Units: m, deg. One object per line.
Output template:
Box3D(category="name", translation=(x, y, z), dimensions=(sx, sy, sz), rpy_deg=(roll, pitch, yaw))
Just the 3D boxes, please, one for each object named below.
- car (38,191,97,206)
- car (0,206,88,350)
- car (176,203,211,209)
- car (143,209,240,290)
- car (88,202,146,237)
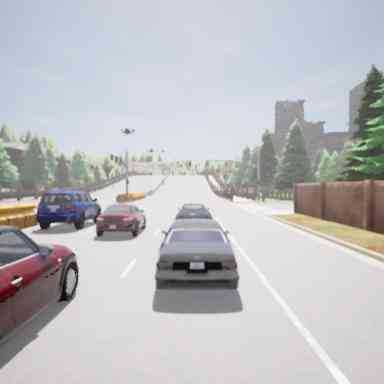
Box3D(category="car", translation=(-6.905, 0.947, 19.229), dimensions=(2.150, 2.045, 5.566), rpy_deg=(0, 1, 0))
Box3D(category="car", translation=(-3.402, 1.277, 5.109), dimensions=(2.097, 1.767, 4.553), rpy_deg=(0, 1, 0))
Box3D(category="car", translation=(0.096, 1.301, 18.399), dimensions=(1.994, 1.385, 4.181), rpy_deg=(0, 1, 0))
Box3D(category="car", translation=(0.098, 1.420, 8.870), dimensions=(2.033, 1.411, 5.357), rpy_deg=(0, 1, 0))
Box3D(category="car", translation=(-3.407, 1.290, 16.446), dimensions=(1.812, 1.442, 4.674), rpy_deg=(0, 1, -1))
